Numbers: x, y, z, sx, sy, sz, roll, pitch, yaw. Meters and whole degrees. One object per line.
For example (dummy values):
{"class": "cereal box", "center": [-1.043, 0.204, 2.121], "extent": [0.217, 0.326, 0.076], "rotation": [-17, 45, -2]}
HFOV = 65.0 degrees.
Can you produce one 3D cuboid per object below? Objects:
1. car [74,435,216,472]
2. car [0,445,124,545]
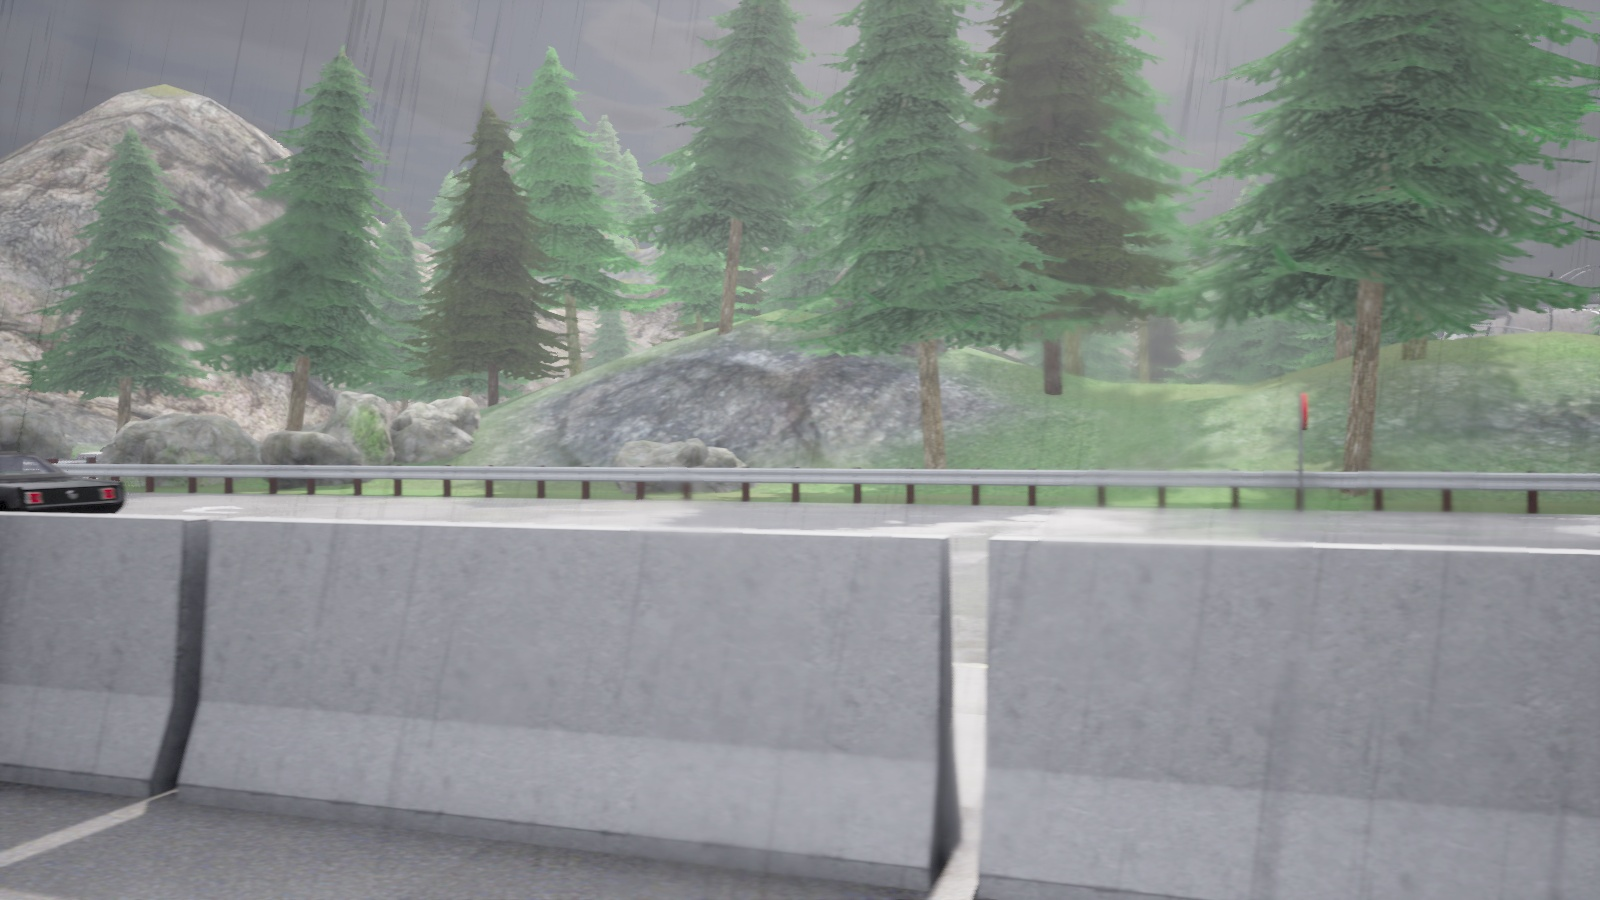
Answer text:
{"class": "car", "center": [-24.232, 0.091, 46.649], "extent": [1.895, 1.301, 4.718], "rotation": [0, 1, 17]}
{"class": "car", "center": [-12.585, 0.586, 18.507], "extent": [4.718, 1.301, 1.895], "rotation": [1, 1, 19]}
